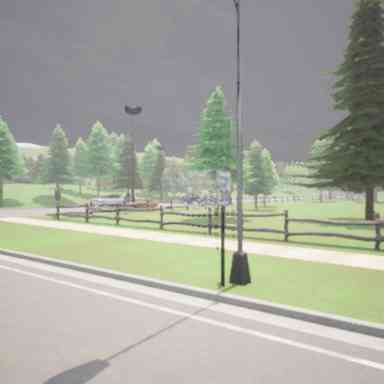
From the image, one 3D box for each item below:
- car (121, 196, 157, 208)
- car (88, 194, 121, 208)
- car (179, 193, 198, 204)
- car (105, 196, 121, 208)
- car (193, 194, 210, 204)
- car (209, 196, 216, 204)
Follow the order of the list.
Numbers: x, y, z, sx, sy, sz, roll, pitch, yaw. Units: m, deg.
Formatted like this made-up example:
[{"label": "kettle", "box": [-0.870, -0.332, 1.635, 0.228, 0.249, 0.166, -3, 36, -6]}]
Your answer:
[{"label": "car", "box": [-6.836, 1.544, 45.187, 1.882, 1.535, 5.008, 0, 0, 35]}, {"label": "car", "box": [-12.630, 1.303, 49.106, 2.150, 2.045, 5.566, 0, 0, 35]}, {"label": "car", "box": [-0.364, 1.304, 66.417, 2.150, 2.045, 5.566, 0, 0, 35]}, {"label": "car", "box": [-9.722, 1.637, 47.161, 1.994, 1.385, 4.181, 0, 0, 35]}, {"label": "car", "box": [2.889, 1.585, 64.970, 1.837, 1.490, 4.892, 0, 0, 35]}, {"label": "car", "box": [5.772, 1.593, 62.983, 1.812, 1.442, 4.674, 0, 0, 35]}]
